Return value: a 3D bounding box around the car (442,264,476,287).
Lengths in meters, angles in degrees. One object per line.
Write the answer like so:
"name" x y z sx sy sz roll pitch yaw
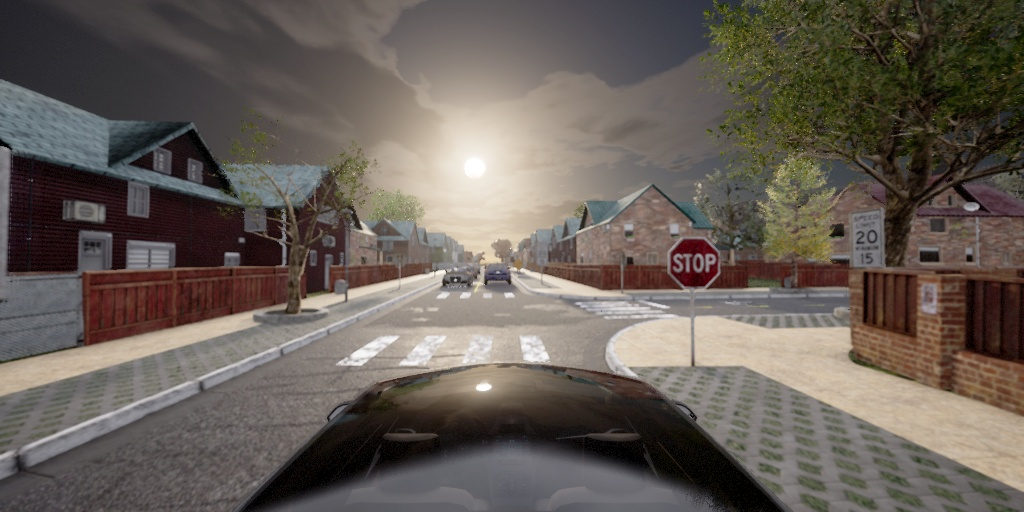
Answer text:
"car" -3.998 1.515 26.778 1.994 1.385 4.181 0 -1 -3

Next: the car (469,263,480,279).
"car" -4.581 1.627 36.977 1.994 1.385 4.181 0 -1 -4

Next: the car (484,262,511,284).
"car" -1.225 1.336 29.909 2.097 1.767 4.553 0 -1 -3

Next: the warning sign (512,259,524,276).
"warning sign" 0.686 1.203 39.036 1.300 1.860 1.060 0 0 -3
